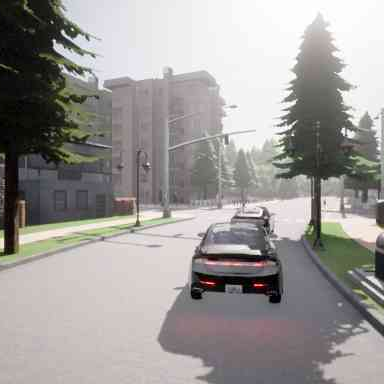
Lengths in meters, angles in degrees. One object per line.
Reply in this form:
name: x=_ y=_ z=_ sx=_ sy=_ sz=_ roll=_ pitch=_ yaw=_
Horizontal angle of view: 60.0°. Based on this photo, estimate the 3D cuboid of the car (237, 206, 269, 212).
car: x=3.231 y=1.491 z=17.375 sx=2.128 sy=1.511 sz=4.902 roll=0 pitch=0 yaw=18

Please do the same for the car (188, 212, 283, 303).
car: x=1.105 y=1.492 z=8.268 sx=2.128 sy=1.511 sz=4.902 roll=0 pitch=0 yaw=9
